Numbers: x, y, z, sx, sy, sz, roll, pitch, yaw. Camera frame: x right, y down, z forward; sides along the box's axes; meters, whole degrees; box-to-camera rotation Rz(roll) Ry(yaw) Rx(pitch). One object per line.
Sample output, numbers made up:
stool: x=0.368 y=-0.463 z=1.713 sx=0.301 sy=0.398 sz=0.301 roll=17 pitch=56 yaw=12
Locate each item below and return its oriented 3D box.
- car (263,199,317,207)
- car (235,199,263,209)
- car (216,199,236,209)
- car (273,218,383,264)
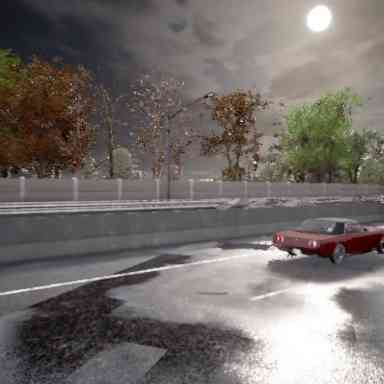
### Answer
car: x=8.411 y=1.403 z=27.189 sx=5.008 sy=1.535 sz=1.882 roll=0 pitch=0 yaw=-35
car: x=6.579 y=1.429 z=30.180 sx=4.892 sy=1.490 sz=1.837 roll=0 pitch=0 yaw=-35
car: x=4.507 y=1.450 z=33.012 sx=4.674 sy=1.442 sz=1.812 roll=0 pitch=0 yaw=-35
car: x=5.094 y=1.565 z=11.678 sx=4.718 sy=1.301 sz=1.895 roll=0 pitch=0 yaw=-36
